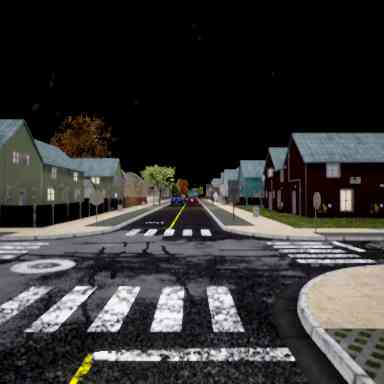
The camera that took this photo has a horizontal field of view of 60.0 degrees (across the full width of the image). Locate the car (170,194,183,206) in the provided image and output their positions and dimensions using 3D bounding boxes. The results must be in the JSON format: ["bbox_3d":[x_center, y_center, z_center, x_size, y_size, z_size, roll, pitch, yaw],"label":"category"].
[{"bbox_3d":[-2.684,1.401,60.796,2.150,2.045,5.566,0,0,0],"label":"car"}]

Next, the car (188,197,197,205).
[{"bbox_3d":[0.072,1.745,66.653,1.812,1.442,4.674,0,0,0],"label":"car"}]

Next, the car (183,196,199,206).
[{"bbox_3d":[0.061,1.506,56.621,2.097,1.767,4.553,0,0,0],"label":"car"}]
